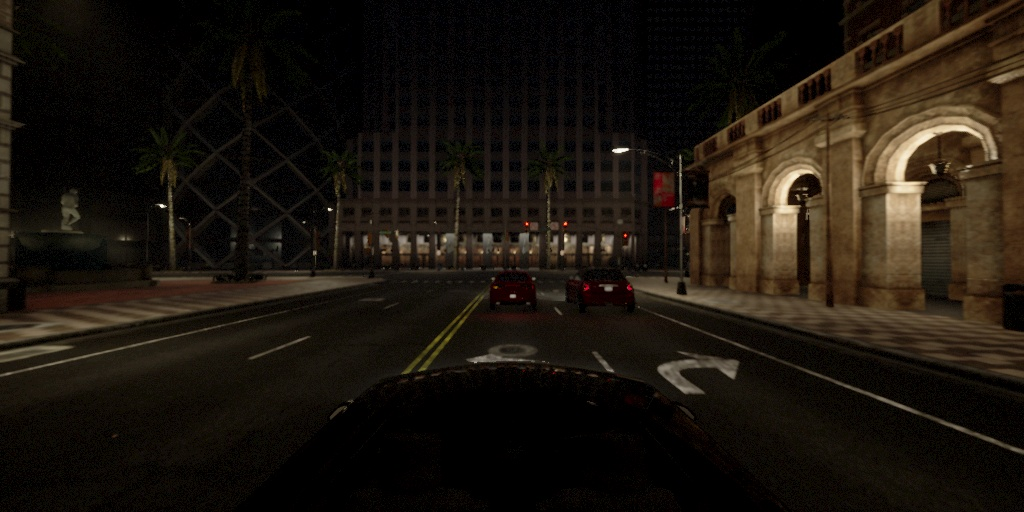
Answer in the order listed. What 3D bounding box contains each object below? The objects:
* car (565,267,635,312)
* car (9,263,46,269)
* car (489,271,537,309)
[{"bbox_3d":[3.552,1.250,15.228,2.097,1.767,4.553,0,-1,1],"label":"car"},{"bbox_3d":[-52.138,1.712,38.087,1.994,1.385,4.181,-1,-1,43],"label":"car"},{"bbox_3d":[0.060,1.385,16.058,1.882,1.535,5.008,0,0,1],"label":"car"}]
